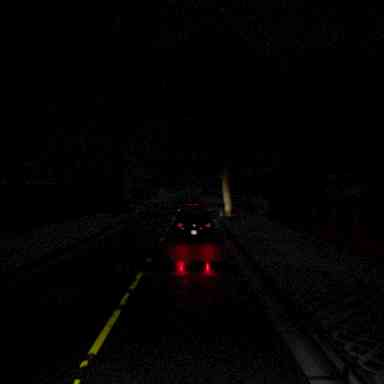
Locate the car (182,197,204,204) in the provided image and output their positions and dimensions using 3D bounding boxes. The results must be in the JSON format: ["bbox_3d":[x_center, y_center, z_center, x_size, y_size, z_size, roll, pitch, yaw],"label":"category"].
[{"bbox_3d":[0.099,1.257,31.386,1.837,1.490,4.892,0,0,0],"label":"car"}]

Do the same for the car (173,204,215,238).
[{"bbox_3d":[0.096,1.488,16.981,1.895,1.301,4.718,0,0,0],"label":"car"}]
